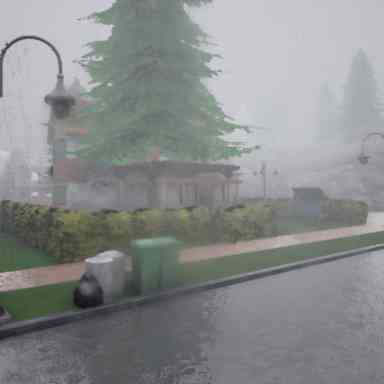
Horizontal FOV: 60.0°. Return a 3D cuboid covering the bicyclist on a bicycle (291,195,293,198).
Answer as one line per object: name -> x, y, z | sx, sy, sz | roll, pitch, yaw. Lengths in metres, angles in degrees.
bicyclist on a bicycle -> 13.181, 1.231, 43.468 | 1.656, 1.620, 0.582 | -2, 1, -37
